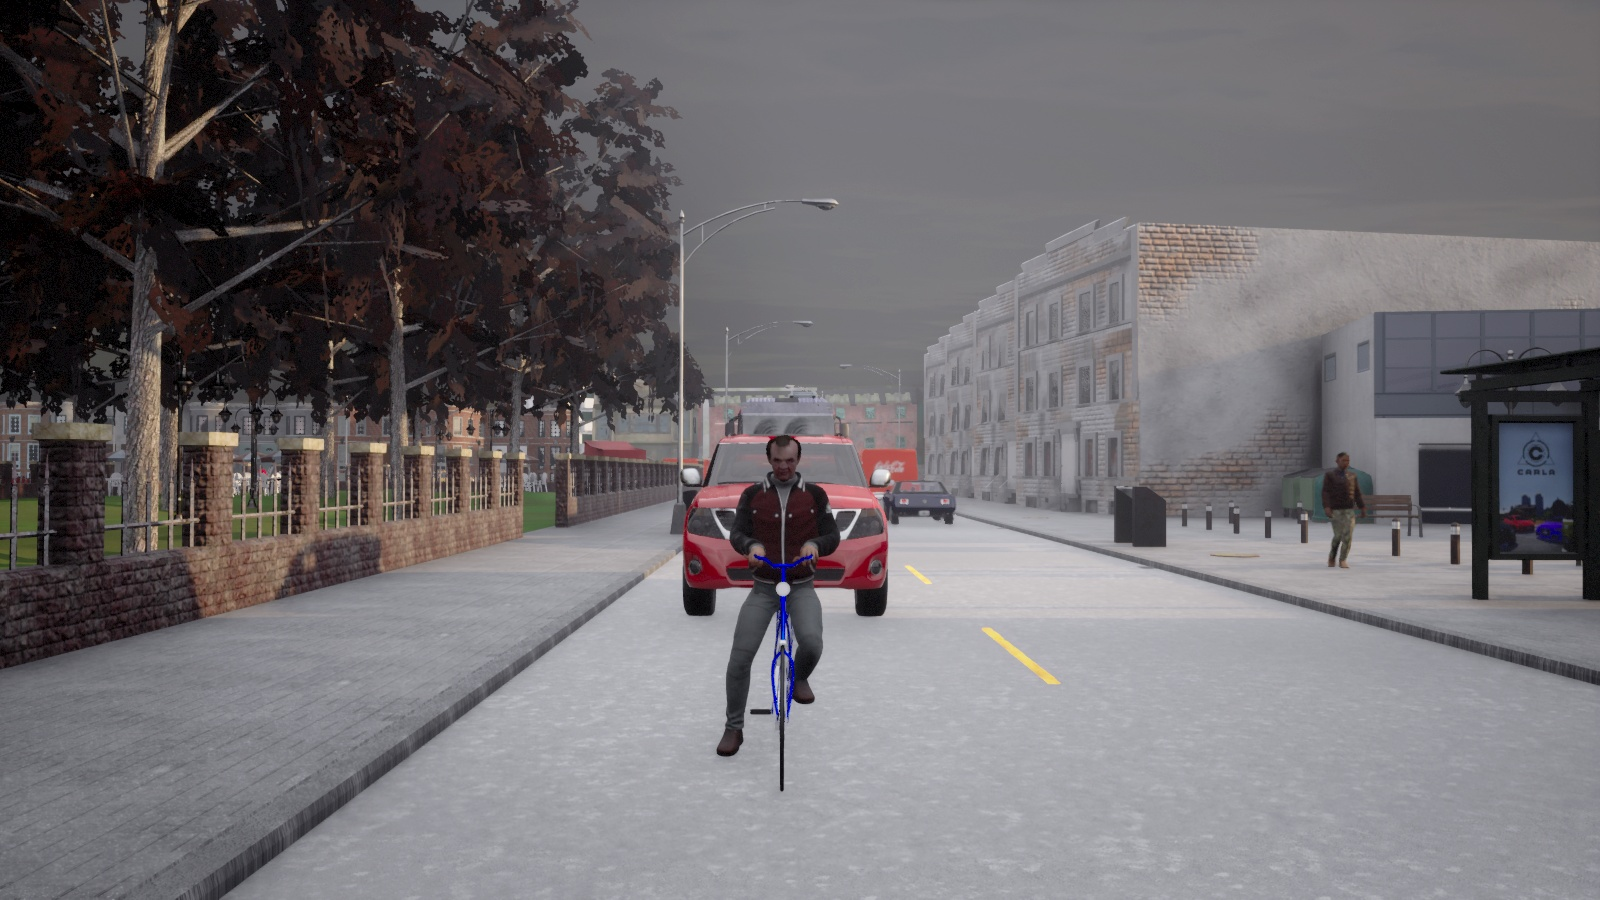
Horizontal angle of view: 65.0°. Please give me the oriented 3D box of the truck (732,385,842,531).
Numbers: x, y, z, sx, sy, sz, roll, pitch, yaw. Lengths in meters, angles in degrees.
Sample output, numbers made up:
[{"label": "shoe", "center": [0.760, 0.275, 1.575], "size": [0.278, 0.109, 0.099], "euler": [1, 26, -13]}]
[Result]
[{"label": "truck", "center": [-0.389, 0.278, 37.431], "size": [2.891, 3.827, 8.468], "euler": [0, -1, -1]}]

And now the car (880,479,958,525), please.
[{"label": "car", "center": [3.602, 1.550, 38.784], "size": [1.895, 1.301, 4.718], "euler": [0, -1, -1]}]

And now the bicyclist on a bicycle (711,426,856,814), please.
[{"label": "bicyclist on a bicycle", "center": [-0.083, 0.798, 6.689], "size": [0.659, 1.776, 1.843], "euler": [0, -1, -1]}]

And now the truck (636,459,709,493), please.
[{"label": "truck", "center": [-9.590, 1.952, 94.757], "size": [5.204, 2.467, 2.627], "euler": [0, -1, 2]}]

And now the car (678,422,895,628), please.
[{"label": "car", "center": [-0.171, 0.791, 15.308], "size": [2.150, 2.045, 5.566], "euler": [0, -1, -1]}]

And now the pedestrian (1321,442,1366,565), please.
[{"label": "pedestrian", "center": [8.260, 0.807, 19.092], "size": [0.431, 1.840, 0.703], "euler": [0, -1, 8]}]

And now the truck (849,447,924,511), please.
[{"label": "truck", "center": [3.460, 1.175, 51.424], "size": [2.627, 2.467, 5.204], "euler": [0, -1, -1]}]
